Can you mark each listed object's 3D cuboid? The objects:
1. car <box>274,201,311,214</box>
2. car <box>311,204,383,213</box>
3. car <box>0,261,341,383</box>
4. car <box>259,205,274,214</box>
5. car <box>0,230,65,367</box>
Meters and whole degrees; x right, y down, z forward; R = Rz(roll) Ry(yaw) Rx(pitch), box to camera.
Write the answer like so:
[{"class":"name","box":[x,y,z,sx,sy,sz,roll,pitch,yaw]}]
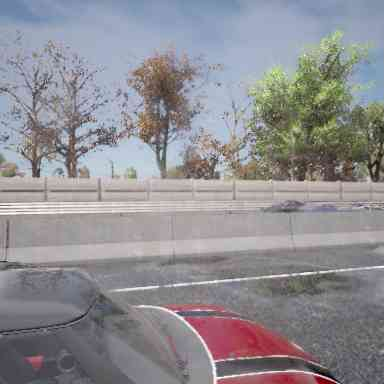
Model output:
[{"class":"car","box":[8.997,1.556,24.043,5.357,1.411,2.033,0,0,-18]},{"class":"car","box":[10.331,1.500,20.796,4.902,1.511,2.128,0,0,-18]},{"class":"car","box":[-1.060,1.351,2.163,4.553,1.767,2.097,0,0,-18]},{"class":"car","box":[7.846,1.513,27.347,4.892,1.490,1.837,0,0,-18]},{"class":"car","box":[-4.480,1.492,4.733,4.902,1.511,2.128,0,0,-18]}]
